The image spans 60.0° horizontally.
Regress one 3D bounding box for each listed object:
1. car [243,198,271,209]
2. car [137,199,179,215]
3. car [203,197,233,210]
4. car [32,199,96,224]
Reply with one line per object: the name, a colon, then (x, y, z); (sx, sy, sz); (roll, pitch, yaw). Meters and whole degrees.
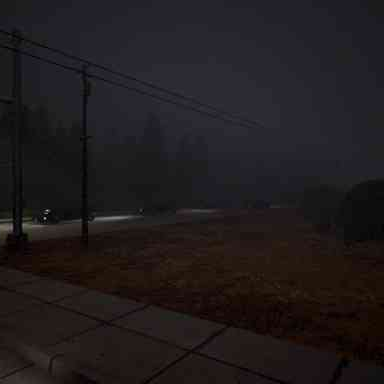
car: (8.468, 1.469, 42.997); (1.895, 1.301, 4.718); (0, 0, 37)
car: (-3.363, 1.445, 33.247); (2.128, 1.511, 4.902); (0, 0, 37)
car: (3.376, 1.373, 42.308); (1.882, 1.535, 5.008); (0, 0, 37)
car: (-9.522, 1.359, 24.942); (2.097, 1.767, 4.553); (0, 0, 37)
